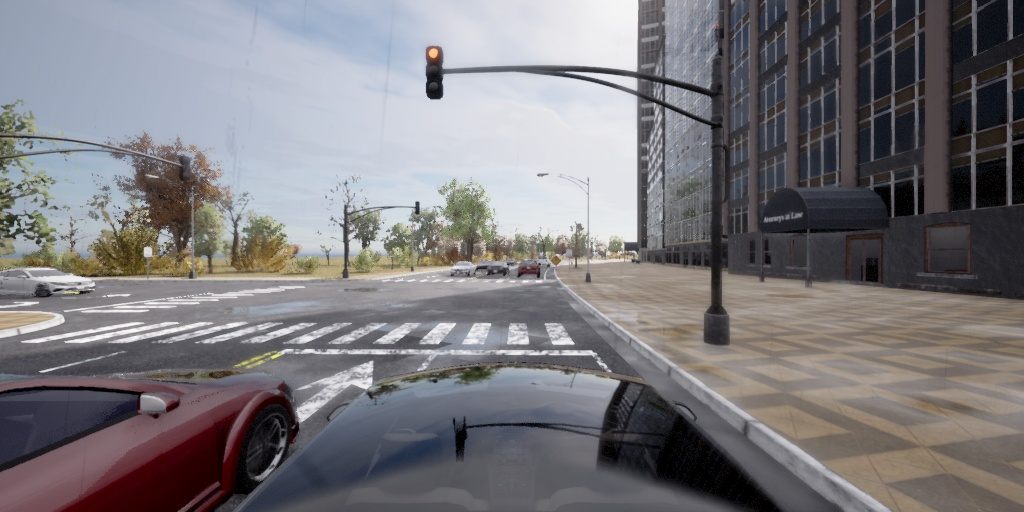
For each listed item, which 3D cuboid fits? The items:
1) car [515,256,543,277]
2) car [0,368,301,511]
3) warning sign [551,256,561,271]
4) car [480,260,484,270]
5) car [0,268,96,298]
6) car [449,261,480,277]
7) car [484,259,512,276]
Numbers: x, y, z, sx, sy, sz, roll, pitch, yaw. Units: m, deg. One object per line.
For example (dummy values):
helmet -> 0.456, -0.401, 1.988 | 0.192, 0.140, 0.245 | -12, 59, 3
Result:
car -> 1.773, 1.102, 35.527 | 2.097, 1.767, 4.553 | 0, 0, 5
car -> -3.108, 1.313, 1.881 | 1.994, 1.385, 4.181 | 0, 0, 0
warning sign -> 5.412, 0.868, 44.026 | 1.300, 1.860, 1.060 | 0, 0, 7
car -> -3.555, 1.297, 48.305 | 2.033, 1.411, 5.357 | 0, 0, 6
car -> -24.179, 1.329, 18.258 | 4.674, 1.442, 1.812 | 0, 0, 2
car -> -4.867, 1.273, 36.367 | 1.812, 1.442, 4.674 | 0, 0, 6
car -> -1.363, 1.274, 36.917 | 1.812, 1.442, 4.674 | 0, 0, 6
